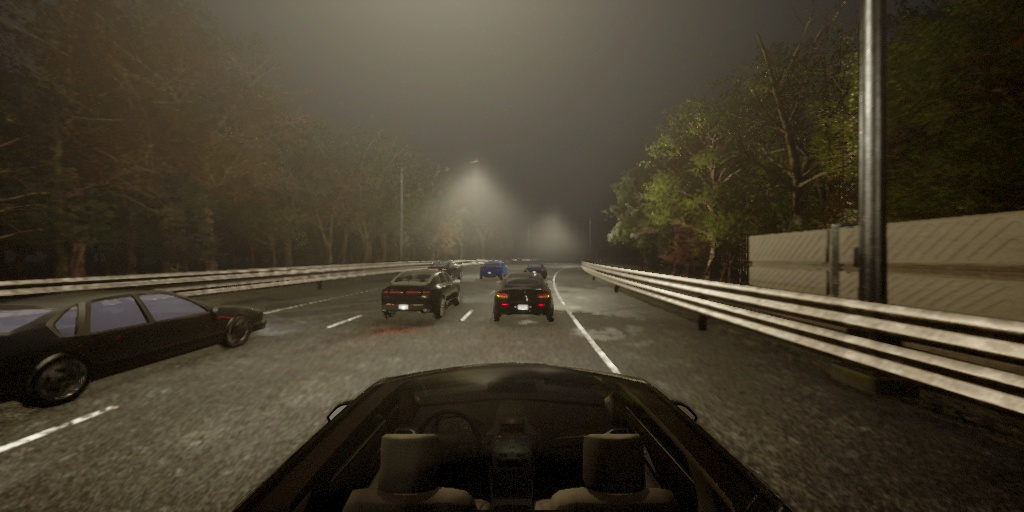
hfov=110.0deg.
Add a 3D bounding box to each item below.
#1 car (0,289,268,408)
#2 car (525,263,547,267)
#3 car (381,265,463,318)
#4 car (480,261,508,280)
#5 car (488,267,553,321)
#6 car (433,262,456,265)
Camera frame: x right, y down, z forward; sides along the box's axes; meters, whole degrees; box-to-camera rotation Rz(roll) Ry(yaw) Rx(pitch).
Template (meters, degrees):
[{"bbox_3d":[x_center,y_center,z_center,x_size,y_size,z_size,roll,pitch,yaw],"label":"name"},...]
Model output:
[{"bbox_3d":[-6.818,1.281,6.102,2.033,1.411,5.357,0,0,1],"label":"car"},{"bbox_3d":[2.113,1.303,31.777,1.994,1.385,4.181,0,0,7],"label":"car"},{"bbox_3d":[-3.056,1.239,12.896,1.837,1.490,4.892,0,0,3],"label":"car"},{"bbox_3d":[-1.502,1.200,31.168,1.882,1.535,5.008,0,0,7],"label":"car"},{"bbox_3d":[0.406,1.271,12.338,1.812,1.442,4.674,0,0,2],"label":"car"},{"bbox_3d":[-5.311,1.199,28.656,2.128,1.511,4.902,0,0,6],"label":"car"}]
